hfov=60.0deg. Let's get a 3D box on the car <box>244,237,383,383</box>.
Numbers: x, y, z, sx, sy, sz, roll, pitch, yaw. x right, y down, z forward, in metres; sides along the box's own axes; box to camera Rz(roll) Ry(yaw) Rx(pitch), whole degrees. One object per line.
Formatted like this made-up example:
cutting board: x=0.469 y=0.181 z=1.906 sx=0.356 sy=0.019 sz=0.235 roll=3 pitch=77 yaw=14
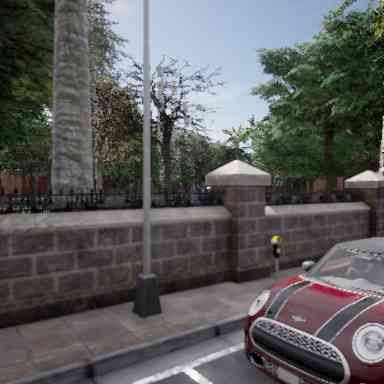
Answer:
car: x=2.645 y=1.441 z=4.700 sx=4.097 sy=1.590 sz=1.967 roll=0 pitch=0 yaw=-35
